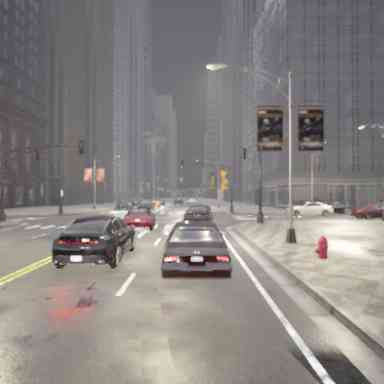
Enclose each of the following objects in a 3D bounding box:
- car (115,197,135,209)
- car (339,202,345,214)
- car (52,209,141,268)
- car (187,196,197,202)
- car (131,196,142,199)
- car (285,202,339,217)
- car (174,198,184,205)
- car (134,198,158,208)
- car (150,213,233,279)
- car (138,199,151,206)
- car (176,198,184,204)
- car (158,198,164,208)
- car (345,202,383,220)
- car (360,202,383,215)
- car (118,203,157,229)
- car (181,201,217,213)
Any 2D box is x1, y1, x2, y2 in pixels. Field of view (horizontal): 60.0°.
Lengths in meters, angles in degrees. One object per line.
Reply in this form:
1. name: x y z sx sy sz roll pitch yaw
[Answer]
1. car: -9.854 1.883 47.933 1.837 1.490 4.892 0 -1 -2
2. car: 15.201 1.775 35.954 4.313 1.339 1.947 0 -1 -1
3. car: -3.145 1.564 11.472 1.837 1.490 4.892 0 0 0
4. car: 0.035 1.929 77.843 2.150 2.045 5.566 0 -1 0
5. car: -9.792 1.702 57.953 2.150 2.045 5.566 0 -1 0
6. car: 11.649 1.706 33.143 4.674 1.442 1.812 0 -1 -1
7. car: -3.216 2.184 78.055 1.882 1.535 5.008 0 -1 0
8. car: -6.574 1.927 48.045 2.033 1.411 5.357 0 -1 0
9. car: 0.107 1.598 10.119 2.033 1.411 5.357 0 0 0
10. car: -9.721 2.119 68.298 1.812 1.442 4.674 0 -1 0
11. car: -3.212 2.379 88.538 1.994 1.385 4.181 0 -1 0
12. car: -6.545 1.826 57.327 2.097 1.767 4.553 0 -1 0
13. car: 15.327 1.663 27.431 4.206 1.307 1.802 0 -1 -1
14. car: 20.840 1.756 36.040 4.313 1.339 1.947 0 -1 -1
15. car: -3.499 1.697 22.152 1.994 1.385 4.181 0 0 -6
16. car: 0.604 1.637 22.912 1.837 1.490 4.892 0 0 8
